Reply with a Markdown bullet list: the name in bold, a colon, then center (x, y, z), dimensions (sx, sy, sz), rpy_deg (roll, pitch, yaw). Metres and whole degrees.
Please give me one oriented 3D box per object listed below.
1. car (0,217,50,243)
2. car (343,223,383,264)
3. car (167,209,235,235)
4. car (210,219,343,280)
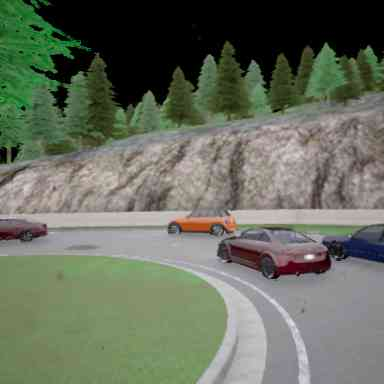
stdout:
- **car**: center (-10.822, 2.221, 19.319), dimensions (4.674, 1.442, 1.812), rpy_deg (-1, -2, -15)
- **car**: center (6.652, 1.711, 10.819), dimensions (2.033, 1.411, 5.357), rpy_deg (0, -2, -19)
- **car**: center (0.608, 1.904, 21.813), dimensions (4.553, 1.767, 2.097), rpy_deg (-2, -1, 28)
- **car**: center (2.472, 1.807, 10.957), dimensions (1.994, 1.385, 4.181), rpy_deg (0, -2, -22)
